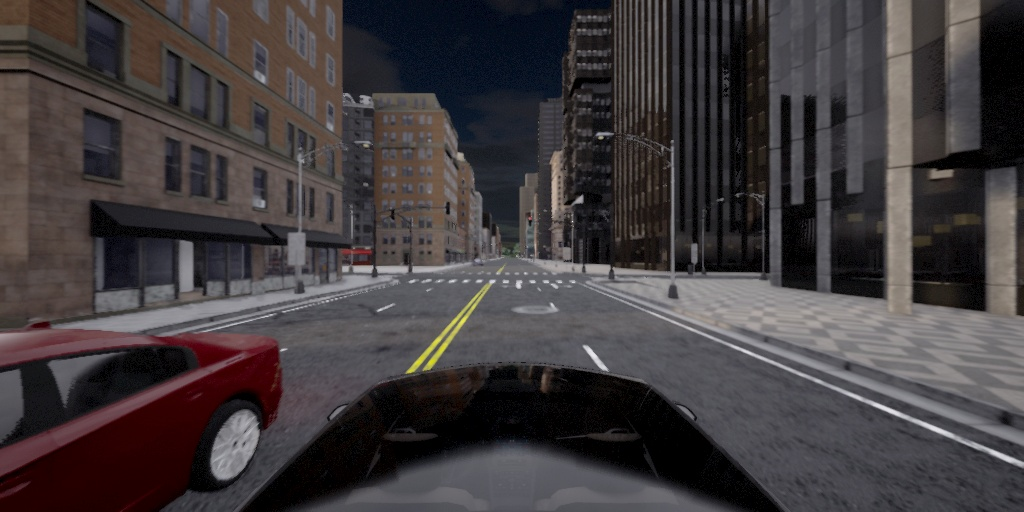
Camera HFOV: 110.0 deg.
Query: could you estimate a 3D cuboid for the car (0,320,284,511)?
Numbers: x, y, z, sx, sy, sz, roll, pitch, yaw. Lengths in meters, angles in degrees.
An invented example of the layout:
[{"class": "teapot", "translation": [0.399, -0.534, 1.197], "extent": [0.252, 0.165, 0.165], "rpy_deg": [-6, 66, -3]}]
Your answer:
[{"class": "car", "translation": [-3.350, 1.228, 1.711], "extent": [1.882, 1.535, 5.008], "rpy_deg": [0, 0, 0]}]
